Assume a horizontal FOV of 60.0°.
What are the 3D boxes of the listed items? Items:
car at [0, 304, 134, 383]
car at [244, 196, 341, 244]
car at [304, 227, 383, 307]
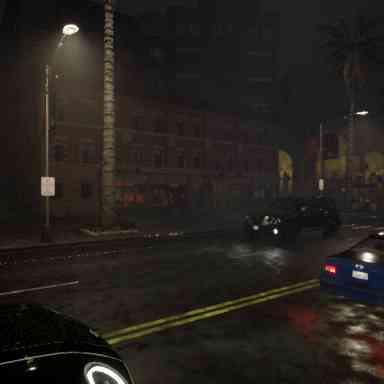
[{"bbox_3d":[-2.556,1.352,1.868,4.553,1.767,2.097,0,0,-36],"label":"car"},{"bbox_3d":[5.050,1.221,16.288,5.566,2.045,2.150,0,0,-36],"label":"car"},{"bbox_3d":[5.077,1.547,7.460,5.357,1.411,2.033,0,0,-35],"label":"car"}]
